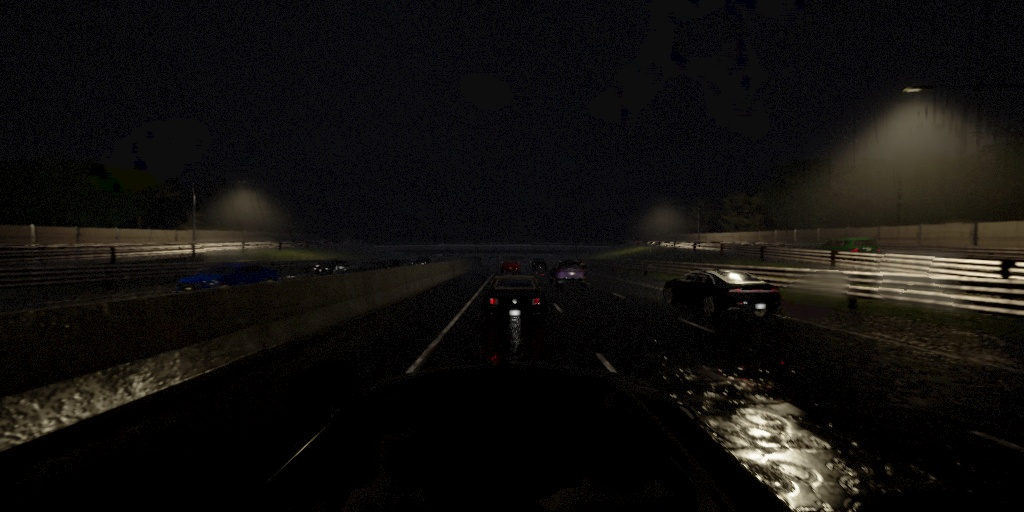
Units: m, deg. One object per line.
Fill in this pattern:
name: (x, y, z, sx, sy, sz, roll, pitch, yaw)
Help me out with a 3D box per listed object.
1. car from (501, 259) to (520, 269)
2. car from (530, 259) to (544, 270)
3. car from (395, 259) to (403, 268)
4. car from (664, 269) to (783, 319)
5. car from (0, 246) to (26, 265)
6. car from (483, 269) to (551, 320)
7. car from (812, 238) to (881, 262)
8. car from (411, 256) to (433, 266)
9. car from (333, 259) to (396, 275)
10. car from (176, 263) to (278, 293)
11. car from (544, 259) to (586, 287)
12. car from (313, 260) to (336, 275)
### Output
car: (-0.146, 1.065, 39.258, 1.882, 1.535, 5.008, 0, 0, 0)
car: (3.387, 1.087, 45.618, 1.837, 1.490, 4.892, 0, 0, -1)
car: (-14.188, 1.091, 41.997, 1.837, 1.490, 4.892, 0, 0, 0)
car: (7.080, 1.206, 12.657, 2.128, 1.511, 4.902, 0, 0, 0)
car: (-37.656, -0.012, 25.267, 2.128, 1.511, 4.902, 0, 3, -14)
car: (0.081, 1.317, 12.468, 1.895, 1.301, 4.718, 0, 0, 0)
car: (27.016, -0.442, 29.163, 2.150, 2.045, 5.566, 0, 3, 13)
car: (-10.686, 0.799, 42.941, 1.837, 1.490, 4.892, 0, 0, 0)
car: (-10.666, 1.183, 26.426, 2.033, 1.411, 5.357, 0, 0, 0)
car: (-14.125, 1.161, 18.171, 1.882, 1.535, 5.008, 0, 0, 0)
car: (3.541, 1.083, 23.450, 2.033, 1.649, 4.856, 0, 0, 0)
car: (-17.695, 1.103, 35.498, 1.837, 1.490, 4.892, 0, 0, 0)
